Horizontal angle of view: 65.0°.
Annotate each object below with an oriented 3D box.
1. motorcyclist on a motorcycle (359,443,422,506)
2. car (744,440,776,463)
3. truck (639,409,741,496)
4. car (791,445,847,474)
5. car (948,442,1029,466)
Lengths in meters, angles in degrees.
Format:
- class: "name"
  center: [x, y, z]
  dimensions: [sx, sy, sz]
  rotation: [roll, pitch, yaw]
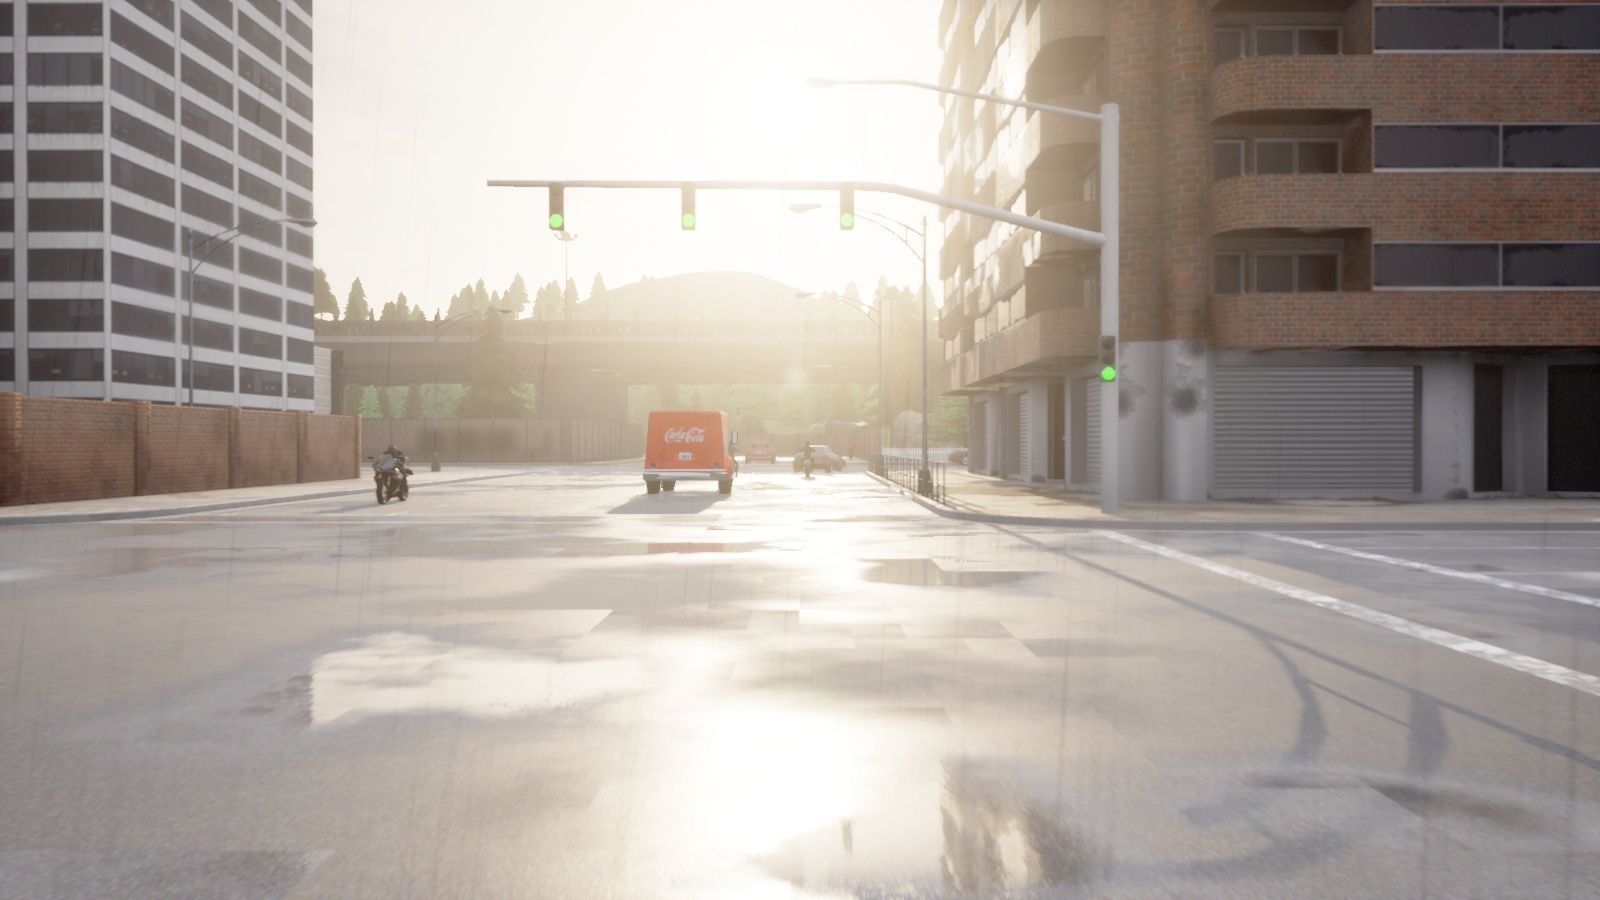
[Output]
- class: "motorcyclist on a motorcycle"
  center: [-10.305, 0.600, 31.691]
  dimensions: [0.866, 1.530, 2.191]
  rotation: [0, 0, 0]
- class: "car"
  center: [-2.946, 0.073, 94.081]
  dimensions: [2.242, 1.667, 4.611]
  rotation: [0, 0, 0]
- class: "truck"
  center: [-3.264, 0.047, 38.342]
  dimensions: [2.627, 2.467, 5.204]
  rotation: [0, 0, 0]
- class: "car"
  center: [1.006, 0.457, 64.261]
  dimensions: [1.994, 1.385, 4.181]
  rotation: [0, 0, 13]
- class: "car"
  center: [11.916, 0.270, 79.563]
  dimensions: [4.892, 1.490, 1.837]
  rotation: [0, 0, 0]
